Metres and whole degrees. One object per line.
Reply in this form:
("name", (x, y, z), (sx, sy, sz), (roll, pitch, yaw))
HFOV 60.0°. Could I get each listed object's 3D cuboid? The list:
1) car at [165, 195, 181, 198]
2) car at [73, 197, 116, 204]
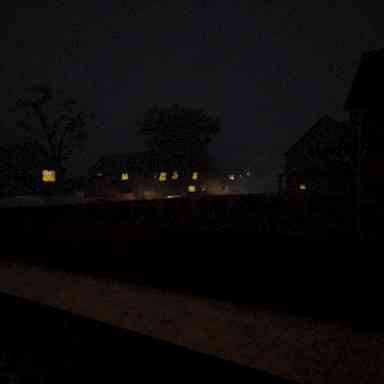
("car", (-2.447, 1.082, 39.717), (1.895, 1.301, 4.718), (1, 2, 38))
("car", (-9.193, 1.231, 30.910), (1.882, 1.535, 5.008), (1, 2, 37))
